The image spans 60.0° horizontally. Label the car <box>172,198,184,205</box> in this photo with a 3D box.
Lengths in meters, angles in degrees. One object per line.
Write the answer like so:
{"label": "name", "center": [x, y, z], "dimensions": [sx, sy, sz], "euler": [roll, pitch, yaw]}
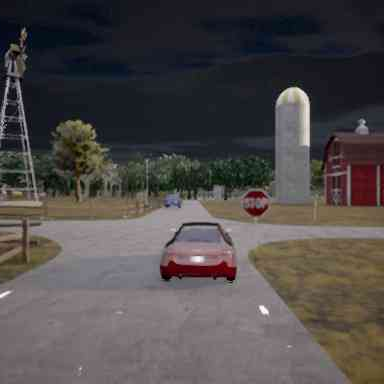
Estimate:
{"label": "car", "center": [-2.742, 1.854, 66.322], "dimensions": [2.033, 1.411, 5.357], "euler": [0, -1, 0]}

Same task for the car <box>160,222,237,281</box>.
{"label": "car", "center": [0.260, 1.572, 9.911], "dimensions": [1.994, 1.385, 4.181], "euler": [0, 0, 4]}

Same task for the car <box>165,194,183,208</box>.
{"label": "car", "center": [-2.817, 1.395, 50.547], "dimensions": [2.150, 2.045, 5.566], "euler": [0, 0, 0]}
